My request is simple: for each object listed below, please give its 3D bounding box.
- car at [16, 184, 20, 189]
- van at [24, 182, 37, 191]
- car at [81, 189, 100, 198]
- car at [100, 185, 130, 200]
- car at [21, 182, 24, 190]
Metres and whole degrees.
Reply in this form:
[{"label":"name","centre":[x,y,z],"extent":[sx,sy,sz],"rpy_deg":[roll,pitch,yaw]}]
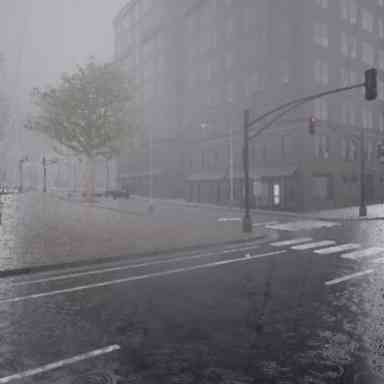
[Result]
[{"label":"car","centre":[-39.260,-1.407,78.429],"extent":[2.192,1.841,5.009],"rpy_deg":[1,1,-35]},{"label":"van","centre":[-34.445,-1.148,71.667],"extent":[1.690,1.788,3.998],"rpy_deg":[1,1,-35]},{"label":"car","centre":[-14.375,0.253,47.803],"extent":[1.895,1.301,4.718],"rpy_deg":[-1,4,-35]},{"label":"car","centre":[-10.757,-0.064,47.558],"extent":[2.150,2.045,5.566],"rpy_deg":[-1,4,-35]},{"label":"car","centre":[-36.376,-1.032,74.374],"extent":[2.008,1.369,4.403],"rpy_deg":[1,1,-35]}]
